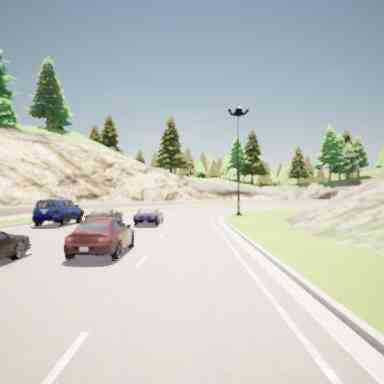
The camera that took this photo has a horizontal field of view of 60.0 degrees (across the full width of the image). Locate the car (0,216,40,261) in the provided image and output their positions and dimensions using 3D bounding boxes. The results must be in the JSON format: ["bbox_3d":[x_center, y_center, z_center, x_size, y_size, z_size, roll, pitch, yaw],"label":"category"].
[{"bbox_3d":[-6.979,1.682,10.146,2.033,1.411,5.357,0,-1,0],"label":"car"}]

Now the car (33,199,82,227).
[{"bbox_3d":[-10.401,1.567,26.212,2.150,2.045,5.566,0,0,2],"label":"car"}]

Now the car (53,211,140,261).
[{"bbox_3d":[-3.450,1.697,12.979,1.812,1.442,4.674,0,-1,1],"label":"car"}]

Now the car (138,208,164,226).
[{"bbox_3d":[-3.386,1.951,26.708,1.895,1.301,4.718,0,-1,2],"label":"car"}]

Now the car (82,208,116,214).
[{"bbox_3d":[-6.884,1.952,26.708,1.895,1.301,4.718,0,-1,2],"label":"car"}]
